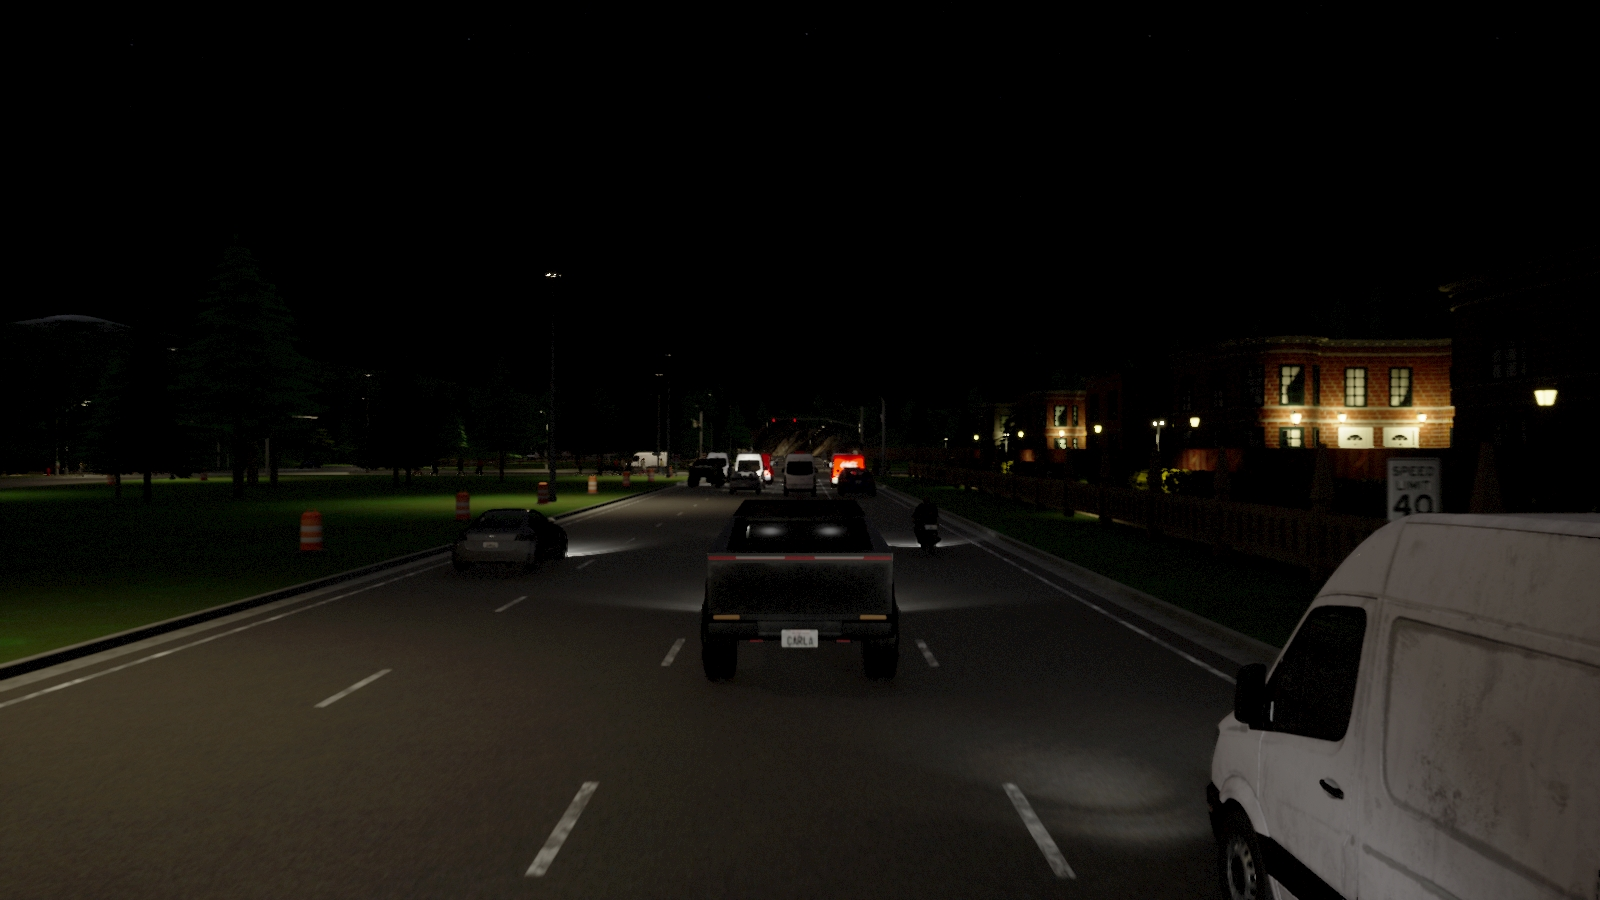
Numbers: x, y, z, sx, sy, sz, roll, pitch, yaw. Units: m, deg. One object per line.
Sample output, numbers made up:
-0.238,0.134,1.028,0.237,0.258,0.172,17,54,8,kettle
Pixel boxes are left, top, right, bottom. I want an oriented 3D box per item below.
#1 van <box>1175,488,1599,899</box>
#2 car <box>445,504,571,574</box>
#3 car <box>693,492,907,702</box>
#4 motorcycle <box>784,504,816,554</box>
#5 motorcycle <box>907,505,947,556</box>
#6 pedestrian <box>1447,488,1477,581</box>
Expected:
3.495,1.533,4.653,1.988,2.561,5.915,0,0,0,van
-7.003,2.114,27.872,1.994,1.385,4.181,0,0,0,car
-0.002,1.751,15.865,2.390,2.098,6.274,0,0,0,car
-0.003,2.200,32.033,0.867,1.251,2.209,0,0,0,motorcycle
3.496,2.200,31.572,0.867,1.251,2.209,0,0,0,motorcycle
13.364,1.698,23.069,0.375,1.860,0.375,0,0,1,pedestrian
